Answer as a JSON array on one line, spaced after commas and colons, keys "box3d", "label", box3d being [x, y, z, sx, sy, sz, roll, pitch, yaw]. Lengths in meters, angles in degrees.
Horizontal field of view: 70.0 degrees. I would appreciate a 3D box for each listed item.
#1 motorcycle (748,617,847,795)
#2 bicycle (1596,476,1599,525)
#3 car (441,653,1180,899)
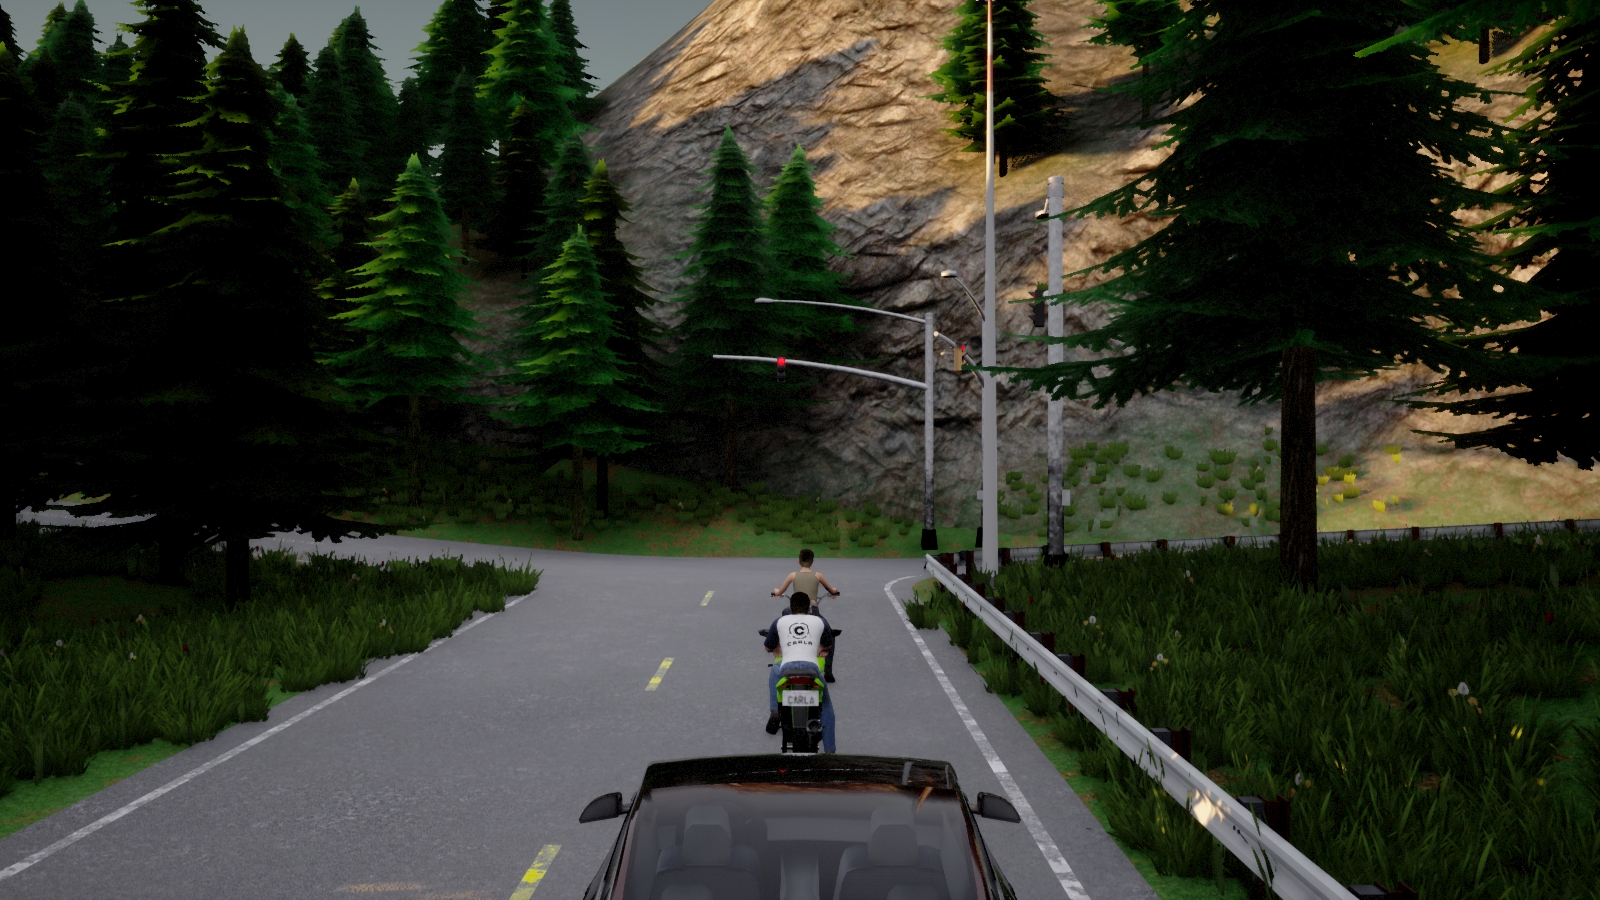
[{"box3d": [-0.020, 2.213, 10.238, 0.803, 1.145, 2.033, 0, 0, 0], "label": "motorcycle"}, {"box3d": [21.725, 1.355, 29.474, 1.835, 1.471, 0.329, -5, -2, 26], "label": "bicycle"}, {"box3d": [0.029, 2.063, 5.012, 2.163, 1.488, 4.792, 0, 0, 0], "label": "car"}]
